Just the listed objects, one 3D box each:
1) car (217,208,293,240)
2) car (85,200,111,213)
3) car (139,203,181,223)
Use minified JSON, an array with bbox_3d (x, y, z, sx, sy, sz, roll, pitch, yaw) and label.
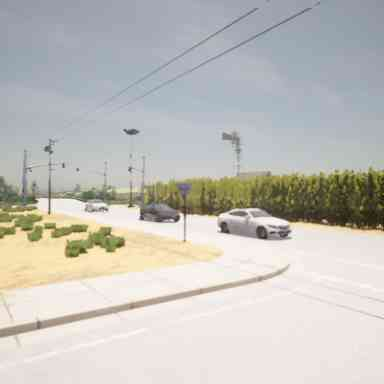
[{"bbox_3d":[3.269,1.636,18.183,1.812,1.442,4.674,0,0,-35],"label":"car"},{"bbox_3d":[-11.349,1.638,39.463,1.812,1.442,4.674,0,0,-34],"label":"car"},{"bbox_3d":[-2.719,1.637,26.879,1.812,1.442,4.674,0,0,-35],"label":"car"}]
